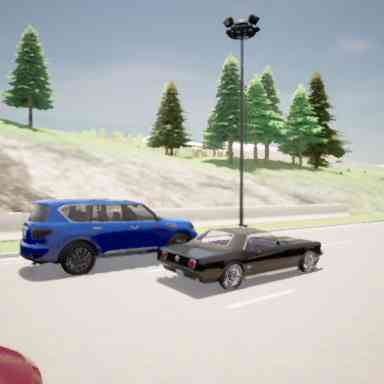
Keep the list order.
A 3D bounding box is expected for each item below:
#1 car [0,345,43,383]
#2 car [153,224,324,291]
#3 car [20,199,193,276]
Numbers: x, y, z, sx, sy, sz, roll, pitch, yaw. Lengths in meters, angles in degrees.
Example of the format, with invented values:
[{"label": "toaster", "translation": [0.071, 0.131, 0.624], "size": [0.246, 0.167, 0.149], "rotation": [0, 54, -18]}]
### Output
[{"label": "car", "translation": [-3.171, 1.519, 1.485], "size": [4.674, 1.442, 1.812], "rotation": [0, 0, -36]}, {"label": "car", "translation": [1.526, 1.627, 9.133], "size": [4.718, 1.301, 1.895], "rotation": [0, 0, -35]}, {"label": "car", "translation": [-2.379, 1.238, 10.647], "size": [5.566, 2.045, 2.150], "rotation": [0, 0, -35]}]
